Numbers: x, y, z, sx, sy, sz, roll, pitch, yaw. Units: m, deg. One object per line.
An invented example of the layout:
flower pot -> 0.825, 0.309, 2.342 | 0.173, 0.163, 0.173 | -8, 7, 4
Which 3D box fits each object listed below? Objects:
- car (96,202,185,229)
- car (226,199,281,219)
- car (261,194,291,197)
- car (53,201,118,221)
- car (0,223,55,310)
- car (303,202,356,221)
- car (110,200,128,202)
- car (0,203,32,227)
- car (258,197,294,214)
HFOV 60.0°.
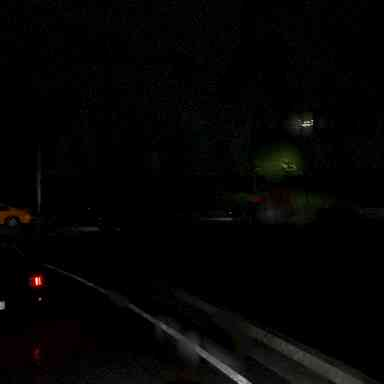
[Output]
car -> -3.199, 1.548, 21.542 | 5.357, 1.411, 2.033 | 0, 0, -22
car -> 5.085, 1.564, 28.698 | 4.181, 1.385, 1.994 | 0, 0, -22
car -> 8.896, 1.222, 37.810 | 5.566, 2.045, 2.150 | 0, 0, -22
car -> -8.651, 1.602, 26.880 | 4.718, 1.301, 1.895 | 0, 0, -22
car -> -4.676, 1.601, 7.149 | 1.895, 1.301, 4.718 | 0, 0, -41
car -> 11.375, 1.526, 27.462 | 4.674, 1.442, 1.812 | 0, 0, -22
car -> -7.335, 1.478, 31.195 | 5.008, 1.535, 1.882 | 0, 0, -22
car -> -13.019, 1.478, 21.320 | 5.008, 1.535, 1.882 | 0, 0, -22
car -> 8.164, 1.526, 33.712 | 4.674, 1.442, 1.812 | 0, 0, -22
